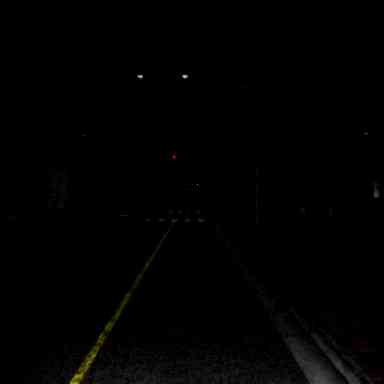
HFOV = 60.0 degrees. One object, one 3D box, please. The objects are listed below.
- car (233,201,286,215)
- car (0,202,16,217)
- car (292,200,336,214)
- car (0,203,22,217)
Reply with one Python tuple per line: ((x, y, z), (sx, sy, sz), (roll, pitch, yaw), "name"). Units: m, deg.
((6.277, 1.528, 31.131), (4.718, 1.301, 1.895), (-1, -1, 0), "car")
((-20.609, 1.767, 33.757), (4.403, 1.369, 2.008), (-1, -1, 0), "car")
((12.377, 1.499, 33.768), (4.313, 1.339, 1.947), (0, -1, 0), "car")
((-18.976, 1.704, 31.124), (5.357, 1.411, 2.033), (0, -1, 0), "car")
